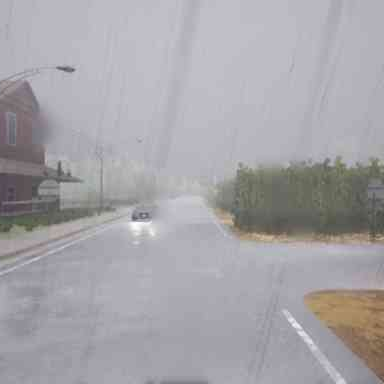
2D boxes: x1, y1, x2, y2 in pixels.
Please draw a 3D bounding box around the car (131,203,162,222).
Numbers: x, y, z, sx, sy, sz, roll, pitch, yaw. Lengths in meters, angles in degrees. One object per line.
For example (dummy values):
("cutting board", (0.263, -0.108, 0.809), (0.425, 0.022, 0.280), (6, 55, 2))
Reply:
("car", (-3.546, 1.561, 26.593), (1.994, 1.385, 4.181), (0, 0, 1))
